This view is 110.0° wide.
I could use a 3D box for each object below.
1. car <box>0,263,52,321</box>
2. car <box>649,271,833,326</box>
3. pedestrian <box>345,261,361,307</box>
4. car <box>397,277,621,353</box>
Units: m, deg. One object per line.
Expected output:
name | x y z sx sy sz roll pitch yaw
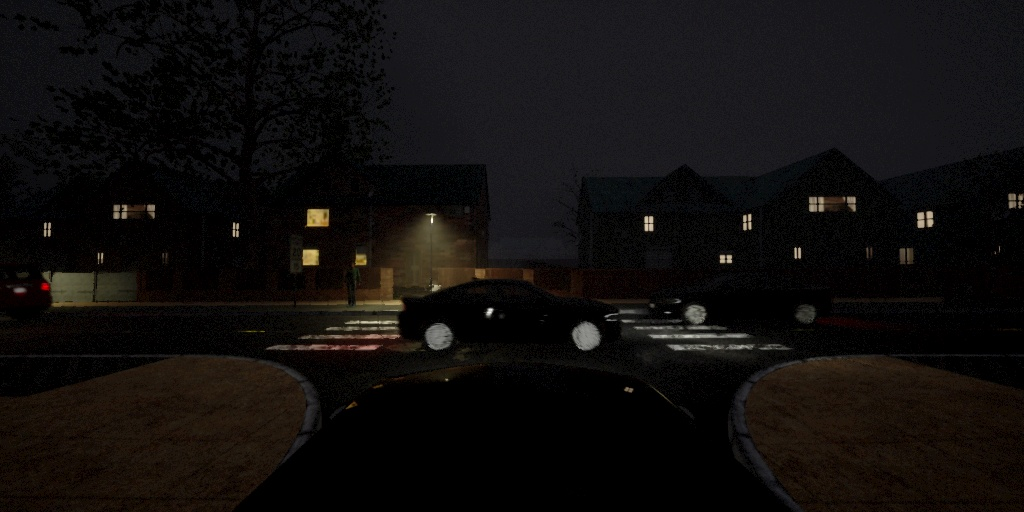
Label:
car | -18.881 1.249 11.890 5.566 2.045 2.150 -1 -1 2
car | 6.868 1.251 11.085 5.008 1.535 1.882 0 -1 2
pedestrian | -6.451 1.113 14.418 0.375 1.860 0.375 0 -1 2
car | -0.058 1.259 8.341 5.008 1.535 1.882 0 -1 2
